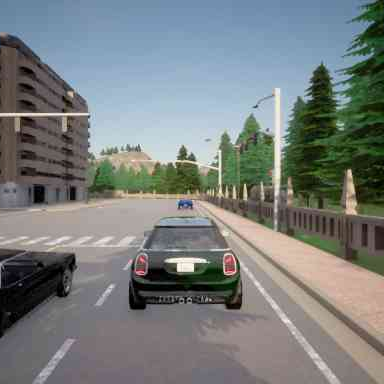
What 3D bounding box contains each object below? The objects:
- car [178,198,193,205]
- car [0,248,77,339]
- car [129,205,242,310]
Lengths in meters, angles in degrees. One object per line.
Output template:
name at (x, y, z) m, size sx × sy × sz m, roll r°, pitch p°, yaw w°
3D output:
car at (-0.878, 1.478, 44.268) m, size 1.882 × 1.535 × 5.008 m, roll 0°, pitch 0°, yaw -1°
car at (-3.545, 1.601, 5.618) m, size 1.895 × 1.301 × 4.718 m, roll 0°, pitch 0°, yaw -1°
car at (-0.130, 1.352, 7.990) m, size 2.097 × 1.767 × 4.553 m, roll 0°, pitch 0°, yaw 0°
